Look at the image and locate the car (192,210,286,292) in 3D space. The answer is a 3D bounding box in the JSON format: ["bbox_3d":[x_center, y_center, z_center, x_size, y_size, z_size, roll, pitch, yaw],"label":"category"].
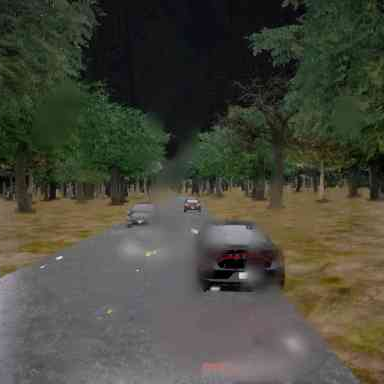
[{"bbox_3d":[1.036,1.477,8.956,1.882,1.535,5.008,0,0,0],"label":"car"}]

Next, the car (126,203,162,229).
[{"bbox_3d":[-3.035,1.484,21.760,1.837,1.490,4.892,0,0,0],"label":"car"}]

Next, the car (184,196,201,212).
[{"bbox_3d":[0.047,1.453,37.048,1.812,1.442,4.674,0,0,0],"label":"car"}]

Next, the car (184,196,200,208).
[{"bbox_3d":[-0.029,1.368,47.170,2.128,1.511,4.902,0,0,0],"label":"car"}]
